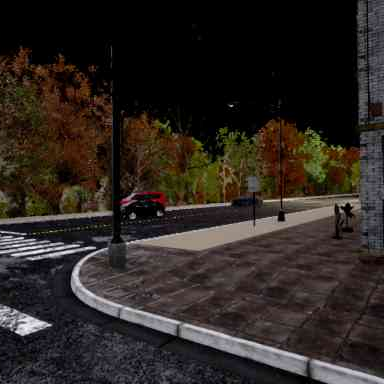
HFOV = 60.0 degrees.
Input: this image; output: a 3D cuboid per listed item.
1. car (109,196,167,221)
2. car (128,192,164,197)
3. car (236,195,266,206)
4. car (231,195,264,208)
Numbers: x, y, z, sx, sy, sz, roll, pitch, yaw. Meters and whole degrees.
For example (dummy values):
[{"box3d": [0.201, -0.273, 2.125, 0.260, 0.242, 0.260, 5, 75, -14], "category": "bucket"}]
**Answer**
[{"box3d": [-4.093, 1.323, 25.458, 1.837, 1.490, 4.892, -1, 0, 36], "category": "car"}, {"box3d": [-4.661, 1.050, 30.160, 2.150, 2.045, 5.566, -1, 0, 36], "category": "car"}, {"box3d": [8.540, 1.147, 48.030, 2.033, 1.411, 5.357, -1, 0, 37], "category": "car"}, {"box3d": [6.734, 1.180, 40.156, 2.033, 1.411, 5.357, -1, 0, 36], "category": "car"}]
